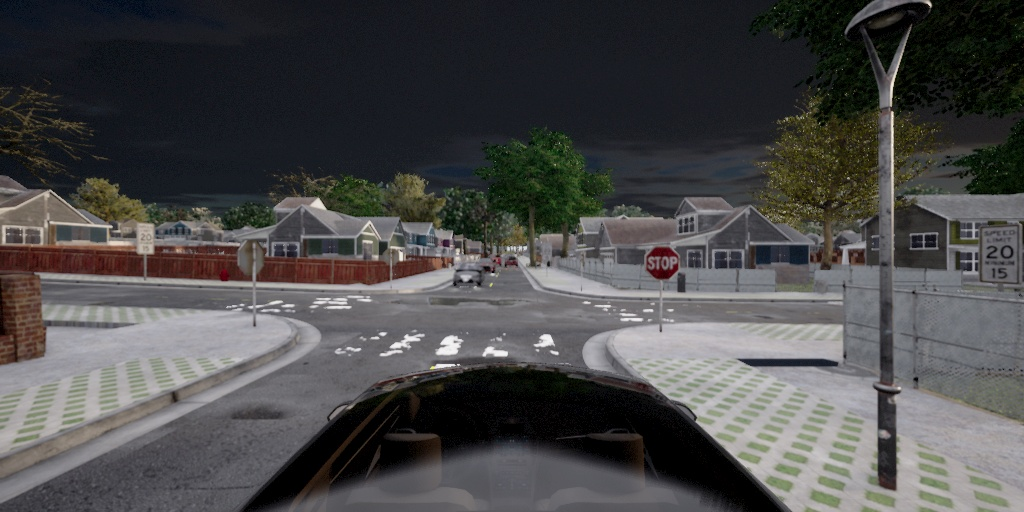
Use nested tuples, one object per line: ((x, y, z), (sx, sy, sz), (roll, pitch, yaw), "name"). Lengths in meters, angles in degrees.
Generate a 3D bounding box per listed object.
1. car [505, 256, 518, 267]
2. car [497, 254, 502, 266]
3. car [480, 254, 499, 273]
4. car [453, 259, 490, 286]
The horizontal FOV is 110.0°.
((-0.114, 0.829, 57.608), (2.097, 1.767, 4.553), (0, 1, 0), "car")
((-2.880, 0.665, 61.306), (2.150, 2.045, 5.566), (0, 0, 0), "car")
((-2.920, 0.979, 40.211), (2.097, 1.767, 4.553), (0, 0, 0), "car")
((-2.889, 1.215, 24.760), (2.128, 1.511, 4.902), (0, 0, 0), "car")
